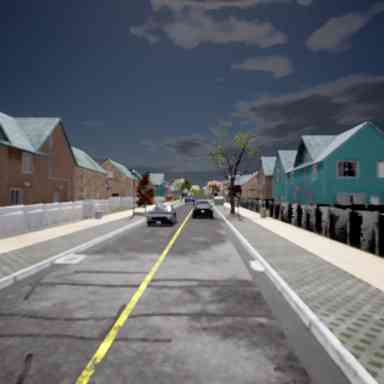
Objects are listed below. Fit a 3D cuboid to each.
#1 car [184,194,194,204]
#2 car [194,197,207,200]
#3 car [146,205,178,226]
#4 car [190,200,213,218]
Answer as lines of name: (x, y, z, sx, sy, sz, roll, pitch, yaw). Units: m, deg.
car: (-0.418, 1.536, 72.851, 2.150, 2.045, 5.566, 1, 0, 2)
car: (1.540, 1.773, 46.886, 1.837, 1.490, 4.892, 1, 0, 2)
car: (-2.089, 1.638, 24.501, 2.033, 1.411, 5.357, 1, 0, 2)
car: (1.062, 1.732, 32.271, 1.994, 1.385, 4.181, 1, 0, 2)
